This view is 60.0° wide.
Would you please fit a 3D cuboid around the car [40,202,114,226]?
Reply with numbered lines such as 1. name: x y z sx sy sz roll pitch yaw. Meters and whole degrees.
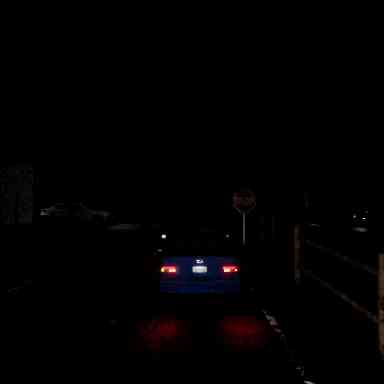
1. car: -7.539 1.414 21.923 4.674 1.442 1.812 1 -1 1

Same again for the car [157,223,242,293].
1. car: 0.109 1.549 8.970 2.033 1.411 5.357 0 0 -1

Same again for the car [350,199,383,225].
1. car: 14.806 1.507 24.593 5.566 2.045 2.150 1 -1 1
